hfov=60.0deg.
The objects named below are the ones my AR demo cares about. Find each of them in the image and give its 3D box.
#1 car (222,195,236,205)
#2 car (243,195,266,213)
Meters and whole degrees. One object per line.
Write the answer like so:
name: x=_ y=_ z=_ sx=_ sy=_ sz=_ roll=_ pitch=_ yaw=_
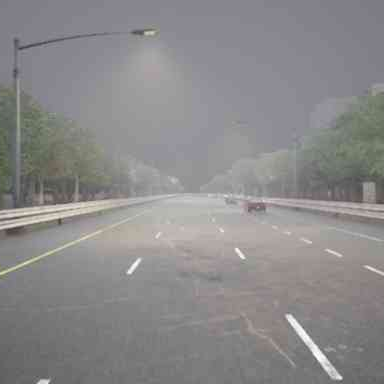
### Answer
car: x=7.011 y=1.564 z=60.910 sx=2.033 sy=1.411 sz=5.357 roll=0 pitch=0 yaw=0
car: x=7.004 y=1.480 z=37.546 sx=1.882 sy=1.535 sz=5.008 roll=0 pitch=0 yaw=0
